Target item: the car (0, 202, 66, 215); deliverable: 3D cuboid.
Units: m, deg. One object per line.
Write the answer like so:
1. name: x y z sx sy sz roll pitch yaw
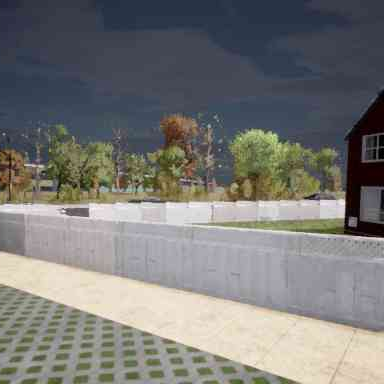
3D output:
1. car: -12.100 1.518 25.257 4.674 1.442 1.812 0 2 -18

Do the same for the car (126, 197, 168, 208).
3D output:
1. car: -5.181 1.185 37.924 4.718 1.301 1.895 0 2 -18

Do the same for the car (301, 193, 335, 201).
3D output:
1. car: 17.116 0.963 45.296 4.892 1.490 1.837 0 2 -18
